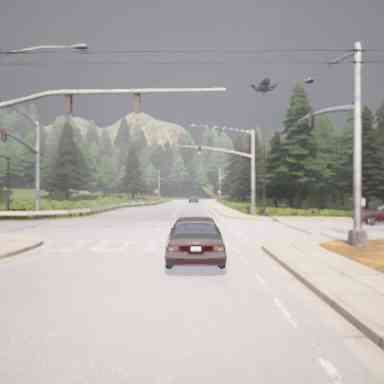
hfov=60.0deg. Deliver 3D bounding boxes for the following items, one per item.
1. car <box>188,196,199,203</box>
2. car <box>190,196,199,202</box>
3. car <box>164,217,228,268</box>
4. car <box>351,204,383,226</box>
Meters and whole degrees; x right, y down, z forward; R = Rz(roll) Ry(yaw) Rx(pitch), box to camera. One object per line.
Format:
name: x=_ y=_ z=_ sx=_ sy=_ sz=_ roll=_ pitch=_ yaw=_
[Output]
car: x=0.254 y=1.512 z=66.050 sx=2.033 sy=1.411 sz=5.357 roll=0 pitch=0 yaw=2
car: x=0.646 y=1.554 z=76.514 sx=1.895 sy=1.301 sz=4.718 roll=0 pitch=0 yaw=2
car: x=0.102 y=1.541 z=11.251 sx=2.033 sy=1.411 sz=5.357 roll=0 pitch=0 yaw=0
car: x=13.613 y=1.540 z=23.193 sx=4.674 sy=1.442 sz=1.812 roll=0 pitch=0 yaw=1
